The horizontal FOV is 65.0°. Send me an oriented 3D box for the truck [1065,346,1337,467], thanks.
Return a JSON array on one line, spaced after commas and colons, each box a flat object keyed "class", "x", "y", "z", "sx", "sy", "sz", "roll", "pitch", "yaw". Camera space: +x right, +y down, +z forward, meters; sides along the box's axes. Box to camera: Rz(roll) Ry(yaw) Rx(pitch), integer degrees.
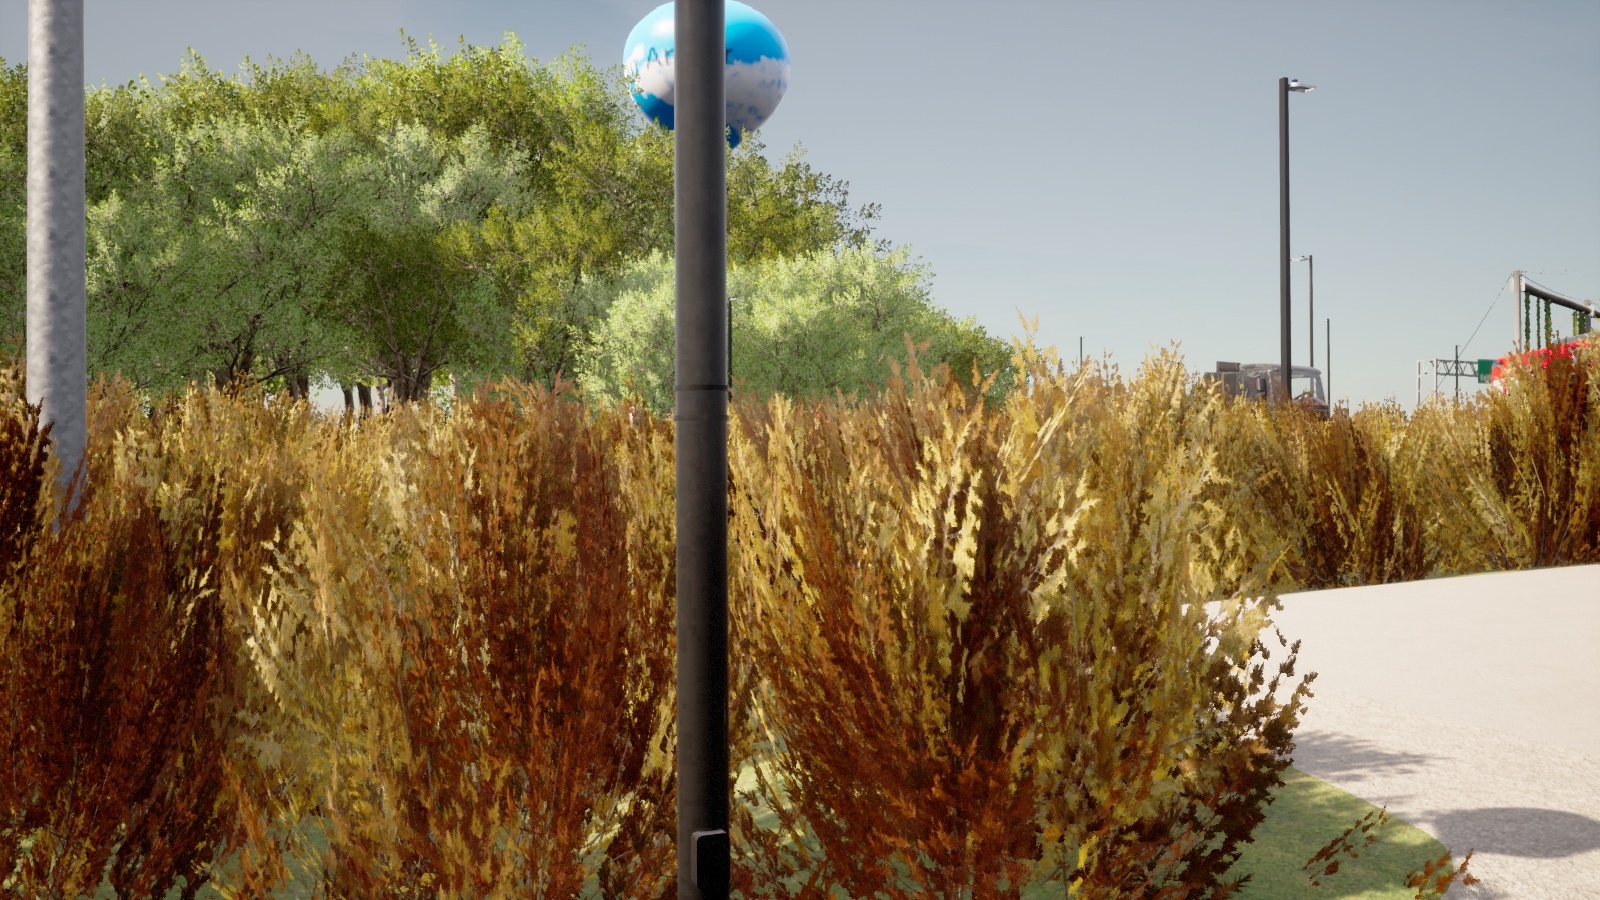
[{"class": "truck", "x": 12.521, "y": -1.217, "z": 39.985, "sx": 2.891, "sy": 3.462, "sz": 7.936, "roll": -1, "pitch": 0, "yaw": -38}]
